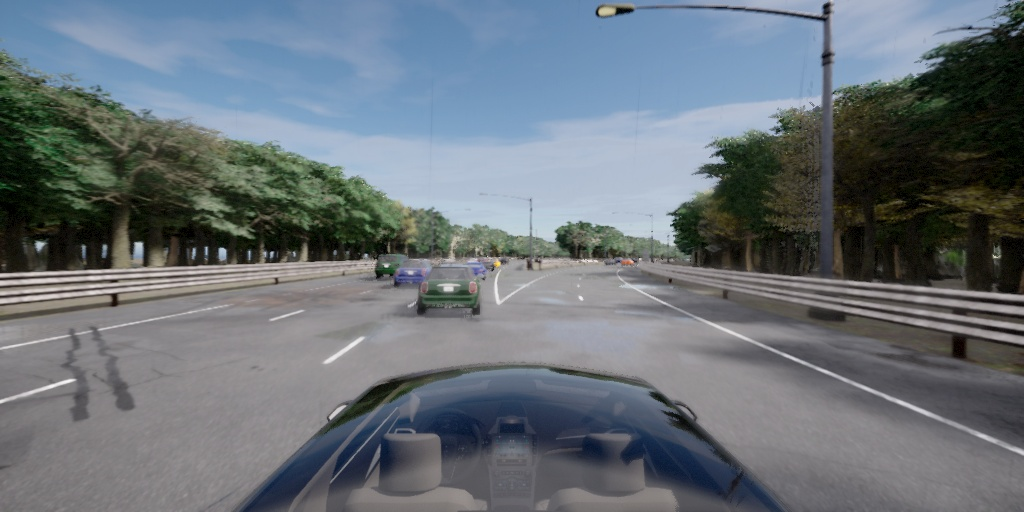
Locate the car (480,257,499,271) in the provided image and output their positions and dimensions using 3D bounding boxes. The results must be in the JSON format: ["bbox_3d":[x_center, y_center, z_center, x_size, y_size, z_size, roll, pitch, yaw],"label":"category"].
[{"bbox_3d":[-3.266,1.221,47.373,2.128,1.511,4.902,0,0,0],"label":"car"}]

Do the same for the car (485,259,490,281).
[{"bbox_3d":[-3.033,1.253,29.977,1.812,1.442,4.674,0,0,-2],"label":"car"}]

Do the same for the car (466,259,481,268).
[{"bbox_3d":[-6.409,1.225,60.134,1.812,1.442,4.674,0,0,2],"label":"car"}]

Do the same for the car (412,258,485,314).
[{"bbox_3d":[-2.199,1.087,13.738,2.097,1.767,4.553,0,0,-4],"label":"car"}]

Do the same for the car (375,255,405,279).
[{"bbox_3d":[-10.023,0.898,31.104,2.150,2.045,5.566,0,0,-1],"label":"car"}]

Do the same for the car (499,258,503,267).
[{"bbox_3d":[-3.004,1.203,60.207,1.882,1.535,5.008,0,0,2],"label":"car"}]

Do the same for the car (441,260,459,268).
[{"bbox_3d":[-10.067,1.273,58.693,1.895,1.301,4.718,0,0,2],"label":"car"}]

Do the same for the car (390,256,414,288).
[{"bbox_3d":[-6.177,1.057,23.615,2.097,1.767,4.553,0,0,-3],"label":"car"}]
